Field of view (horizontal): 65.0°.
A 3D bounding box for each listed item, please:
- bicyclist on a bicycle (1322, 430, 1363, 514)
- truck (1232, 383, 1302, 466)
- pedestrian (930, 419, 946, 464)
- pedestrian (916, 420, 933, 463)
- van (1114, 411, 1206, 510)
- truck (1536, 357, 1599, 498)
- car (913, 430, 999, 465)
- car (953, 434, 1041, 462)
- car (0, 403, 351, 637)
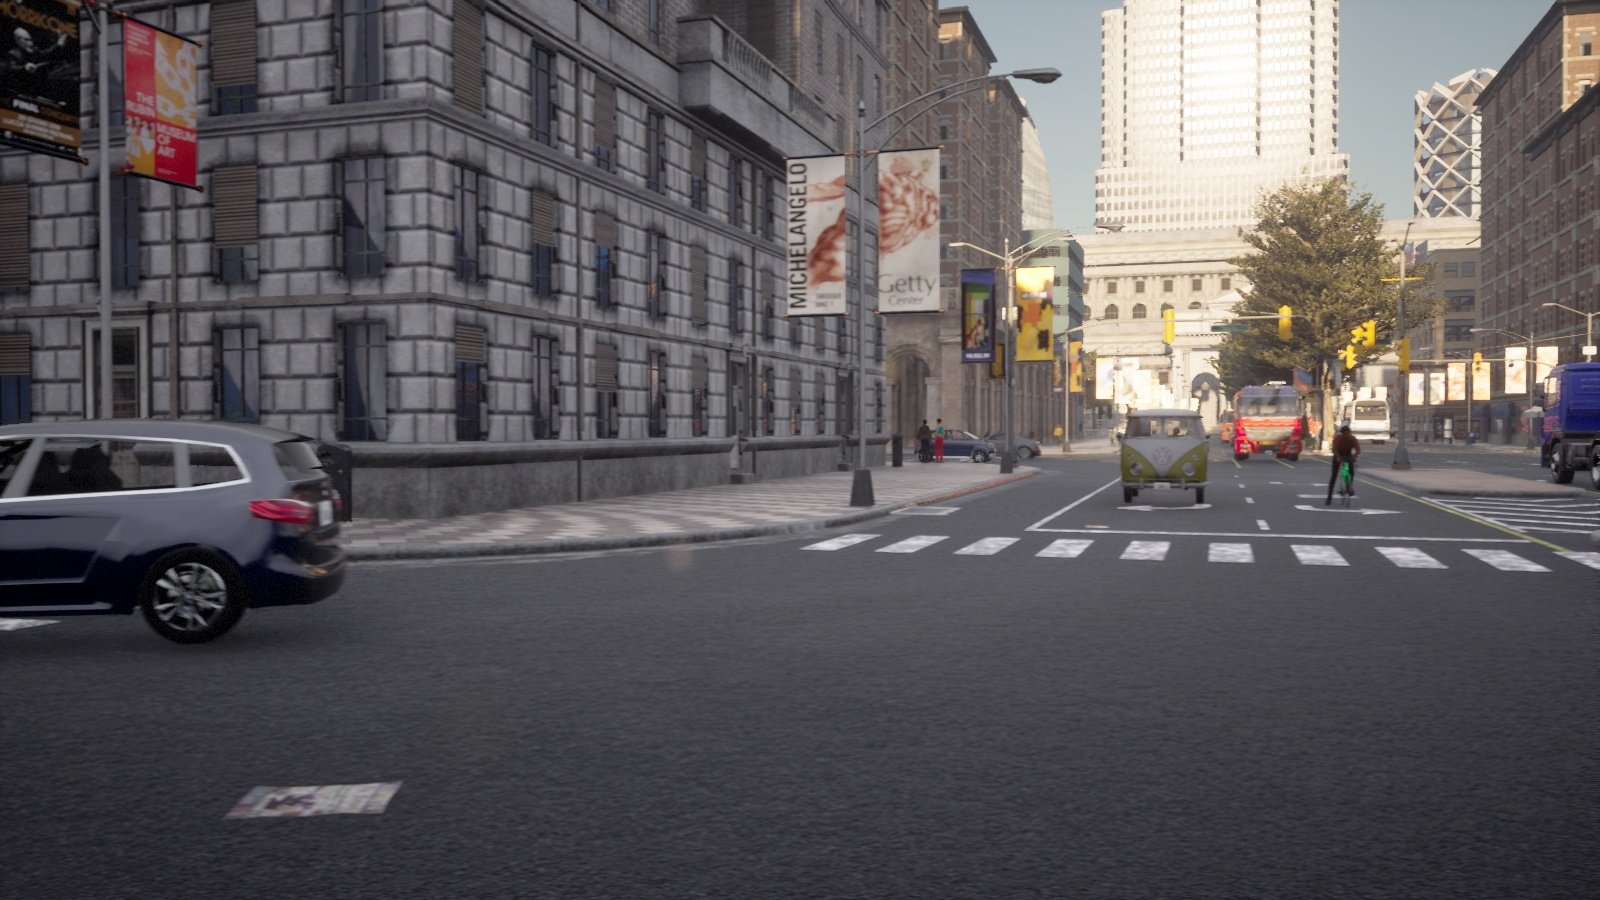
[{"bbox_3d":[10.894,0.419,25.236,0.582,1.620,1.656,1,1,18],"label":"bicyclist on a bicycle"},{"bbox_3d":[22.921,-1.242,61.969,2.891,3.827,8.468,1,1,18],"label":"truck"},{"bbox_3d":[5.676,-0.340,51.587,0.345,1.836,0.594,0,1,-28],"label":"pedestrian"},{"bbox_3d":[5.173,-0.353,52.220,0.328,1.805,0.869,1,1,33],"label":"pedestrian"},{"bbox_3d":[7.990,0.164,27.612,1.775,1.987,4.442,1,1,18],"label":"van"},{"bbox_3d":[21.722,-0.581,32.577,2.891,3.462,7.936,1,1,18],"label":"truck"},{"bbox_3d":[7.239,-0.121,58.221,3.705,1.549,1.789,1,1,18],"label":"car"},{"bbox_3d":[10.159,-0.124,64.625,4.181,1.385,1.994,1,1,19],"label":"car"},{"bbox_3d":[-6.191,0.473,9.982,4.611,1.667,2.242,0,1,-10],"label":"car"}]
